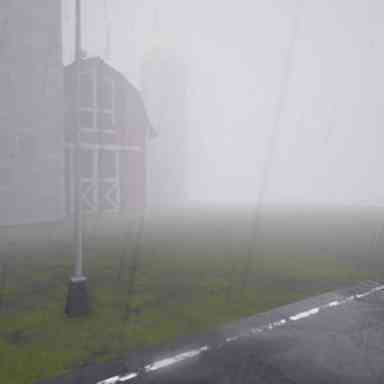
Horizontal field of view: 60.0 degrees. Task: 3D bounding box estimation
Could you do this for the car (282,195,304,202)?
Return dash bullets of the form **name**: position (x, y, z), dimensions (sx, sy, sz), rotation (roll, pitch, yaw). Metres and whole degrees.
- **car**: position (21.233, 1.408, 69.989), dimensions (1.812, 1.442, 4.674), rotation (-1, 1, -39)
